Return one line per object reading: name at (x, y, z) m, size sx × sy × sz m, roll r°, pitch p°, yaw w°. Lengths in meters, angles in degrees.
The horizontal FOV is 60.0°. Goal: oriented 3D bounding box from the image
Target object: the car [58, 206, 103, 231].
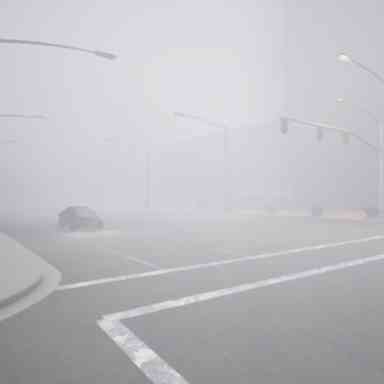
car at (-7.403, 1.673, 21.803) m, size 1.812 × 1.442 × 4.674 m, roll 0°, pitch -1°, yaw -36°
